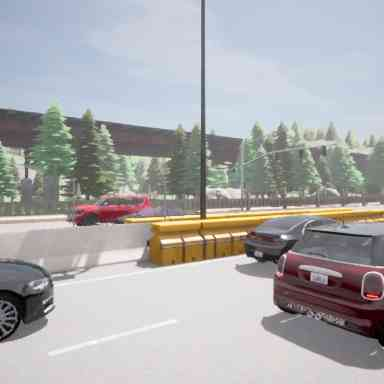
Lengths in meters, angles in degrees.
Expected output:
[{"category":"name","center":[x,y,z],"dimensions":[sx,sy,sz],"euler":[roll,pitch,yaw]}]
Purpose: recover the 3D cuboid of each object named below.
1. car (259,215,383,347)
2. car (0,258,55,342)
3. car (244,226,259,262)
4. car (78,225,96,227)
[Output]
[{"category":"car","center":[3.688,1.352,6.378],"dimensions":[4.553,1.767,2.097],"euler":[0,0,-36]},{"category":"car","center":[-4.614,1.491,4.755],"dimensions":[4.902,1.511,2.128],"euler":[0,0,-35]},{"category":"car","center":[3.840,1.505,10.782],"dimensions":[4.892,1.490,1.837],"euler":[0,0,-36]},{"category":"car","center":[-5.225,1.226,21.658],"dimensions":[5.566,2.045,2.150],"euler":[0,0,-35]}]
